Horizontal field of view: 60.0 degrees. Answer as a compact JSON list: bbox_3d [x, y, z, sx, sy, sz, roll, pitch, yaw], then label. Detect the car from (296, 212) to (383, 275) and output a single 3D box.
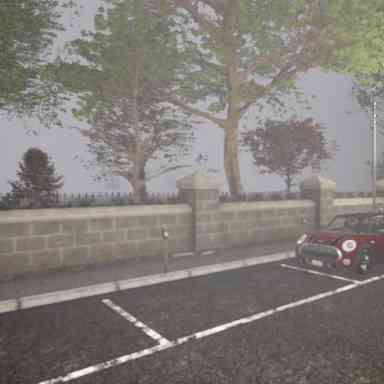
[{"bbox_3d":[5.006,1.380,10.150,4.097,1.590,1.967,0,0,-36],"label":"car"}]
